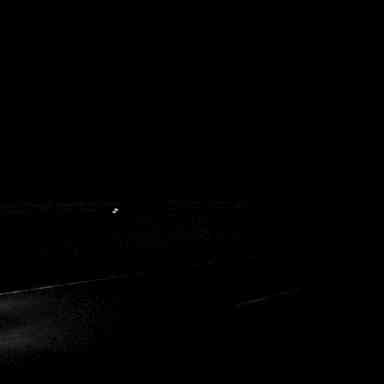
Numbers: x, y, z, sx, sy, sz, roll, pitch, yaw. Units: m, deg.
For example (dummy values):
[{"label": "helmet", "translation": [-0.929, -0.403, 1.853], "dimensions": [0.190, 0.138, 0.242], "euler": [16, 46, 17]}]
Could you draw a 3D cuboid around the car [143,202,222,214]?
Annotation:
[{"label": "car", "translation": [-0.223, 1.571, 21.026], "dimensions": [4.902, 1.511, 2.128], "euler": [1, 0, -35]}]

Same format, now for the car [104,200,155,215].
[{"label": "car", "translation": [-4.637, 1.427, 26.474], "dimensions": [4.553, 1.767, 2.097], "euler": [1, 0, -35]}]

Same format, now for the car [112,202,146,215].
[{"label": "car", "translation": [-3.075, 1.635, 23.291], "dimensions": [4.181, 1.385, 1.994], "euler": [1, 0, -35]}]
